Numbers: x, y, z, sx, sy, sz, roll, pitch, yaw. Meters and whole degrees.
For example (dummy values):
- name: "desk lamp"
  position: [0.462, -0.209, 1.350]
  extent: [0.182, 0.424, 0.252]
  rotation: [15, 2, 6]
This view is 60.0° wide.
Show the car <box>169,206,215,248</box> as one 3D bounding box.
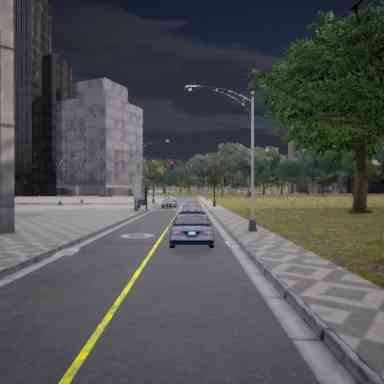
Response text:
- name: "car"
  position: [0.000, 1.550, 14.651]
  extent: [2.033, 1.411, 5.357]
  rotation: [0, 0, 0]

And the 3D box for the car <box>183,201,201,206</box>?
- name: "car"
  position: [0.000, 1.531, 29.651]
  extent: [2.033, 1.411, 5.357]
  rotation: [0, 0, 0]

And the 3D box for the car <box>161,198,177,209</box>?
- name: "car"
  position: [-3.000, 1.541, 44.652]
  extent: [1.994, 1.385, 4.181]
  rotation: [0, 0, 0]
